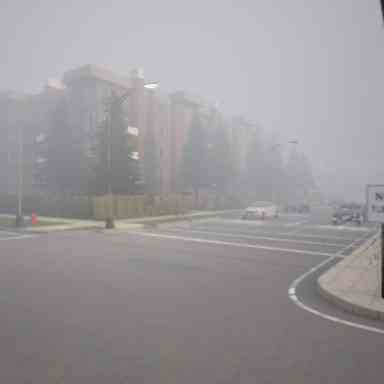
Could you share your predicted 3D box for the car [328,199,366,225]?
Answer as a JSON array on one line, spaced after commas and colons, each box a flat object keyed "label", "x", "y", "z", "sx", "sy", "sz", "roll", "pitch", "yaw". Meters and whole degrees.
[{"label": "car", "x": 11.585, "y": 1.507, "z": 24.227, "sx": 1.837, "sy": 1.490, "sz": 4.892, "roll": 0, "pitch": 0, "yaw": 35}]

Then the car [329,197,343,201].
[{"label": "car", "x": 23.042, "y": 1.554, "z": 52.614, "sx": 2.033, "sy": 1.411, "sz": 5.357, "roll": 0, "pitch": 0, "yaw": 35}]

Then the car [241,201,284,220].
[{"label": "car", "x": 5.848, "y": 1.532, "z": 28.236, "sx": 1.812, "sy": 1.442, "sz": 4.674, "roll": 0, "pitch": 0, "yaw": 35}]

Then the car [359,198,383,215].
[{"label": "car", "x": 19.308, "y": 1.493, "z": 35.229, "sx": 2.128, "sy": 1.511, "sz": 4.902, "roll": 0, "pitch": 0, "yaw": 35}]

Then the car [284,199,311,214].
[{"label": "car", "x": 11.503, "y": 1.532, "z": 36.292, "sx": 1.812, "sy": 1.442, "sz": 4.674, "roll": 0, "pitch": 0, "yaw": 35}]
